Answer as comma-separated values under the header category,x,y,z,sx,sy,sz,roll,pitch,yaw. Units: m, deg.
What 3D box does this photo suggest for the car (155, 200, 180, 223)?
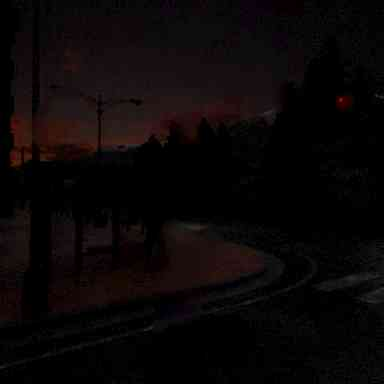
category,x,y,z,sx,sy,sz,roll,pitch,yaw
car,-3.104,1.277,25.621,2.150,2.045,5.566,0,0,-35

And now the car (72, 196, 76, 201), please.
category,x,y,z,sx,sy,sz,roll,pitch,yaw
car,-26.681,1.246,79.896,3.866,1.878,1.905,0,0,-36
